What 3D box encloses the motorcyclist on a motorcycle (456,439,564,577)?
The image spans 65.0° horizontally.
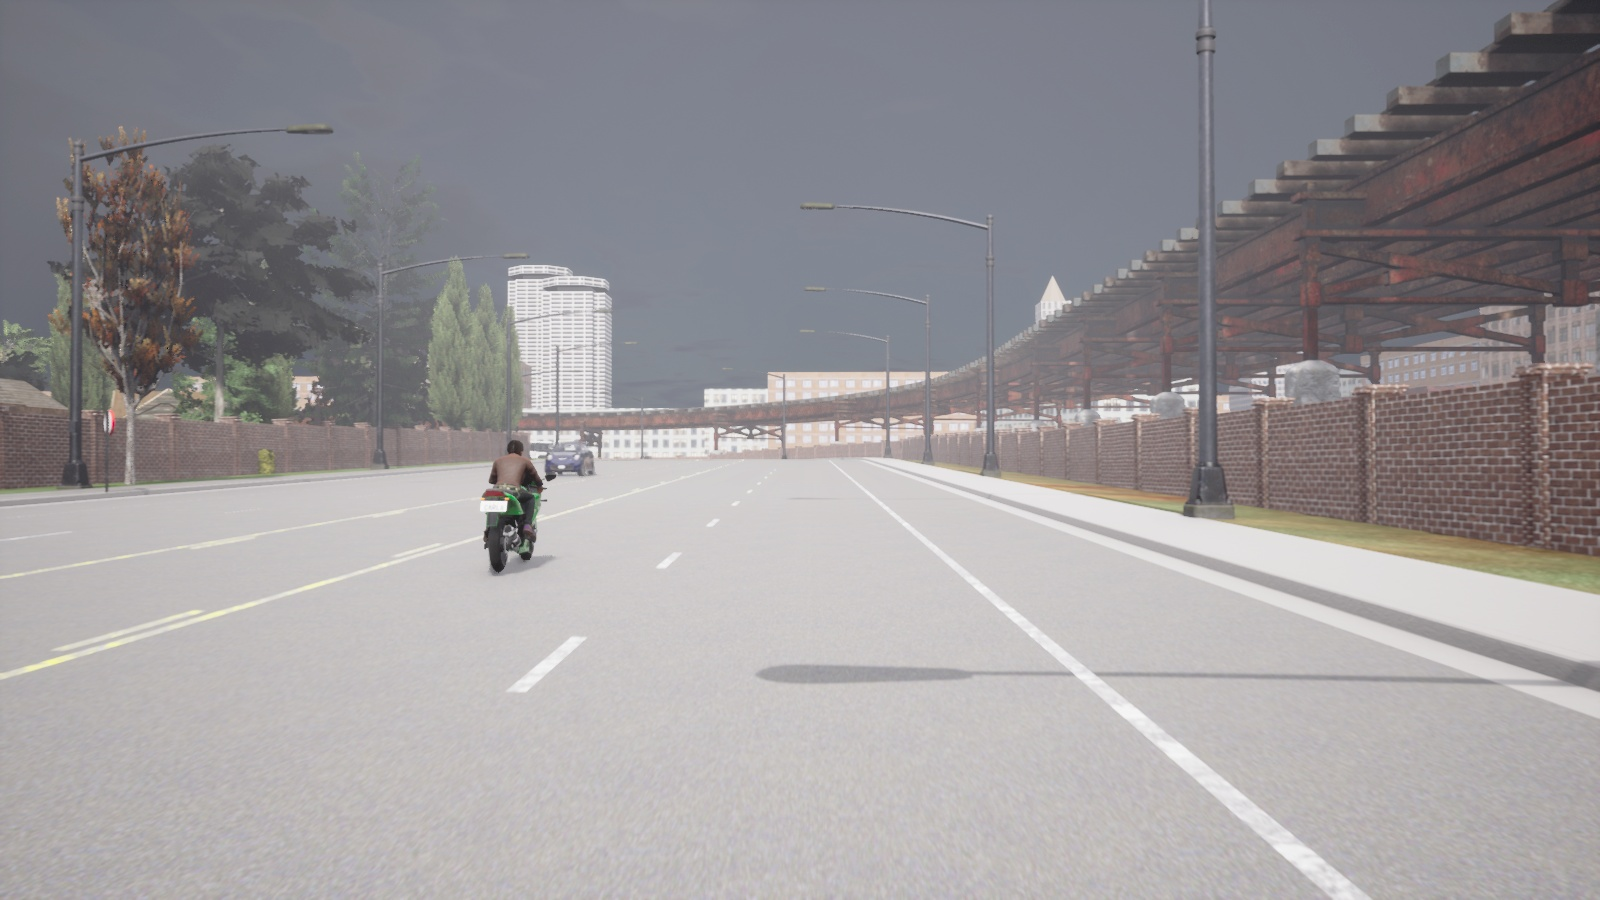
[{"bbox_3d":[-3.397,0.635,14.903,0.797,1.523,2.044,0,0,0],"label":"motorcyclist on a motorcycle"}]

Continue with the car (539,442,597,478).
[{"bbox_3d":[-10.160,0.412,55.151,1.845,1.501,3.633,0,1,0],"label":"car"}]
